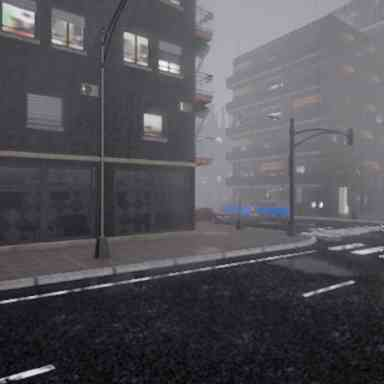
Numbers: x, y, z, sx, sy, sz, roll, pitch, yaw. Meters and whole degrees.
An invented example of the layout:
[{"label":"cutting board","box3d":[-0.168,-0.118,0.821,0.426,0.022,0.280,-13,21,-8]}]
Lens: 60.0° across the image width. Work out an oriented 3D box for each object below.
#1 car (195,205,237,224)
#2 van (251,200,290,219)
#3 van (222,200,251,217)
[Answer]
[{"label":"car","box3d":[1.547,1.977,28.514,1.802,1.307,4.206,-1,0,-36]},{"label":"van","box3d":[8.281,1.753,33.443,1.690,1.788,3.998,-1,0,-36]},{"label":"van","box3d":[4.958,1.826,37.953,1.690,1.788,3.998,-1,0,-36]}]
